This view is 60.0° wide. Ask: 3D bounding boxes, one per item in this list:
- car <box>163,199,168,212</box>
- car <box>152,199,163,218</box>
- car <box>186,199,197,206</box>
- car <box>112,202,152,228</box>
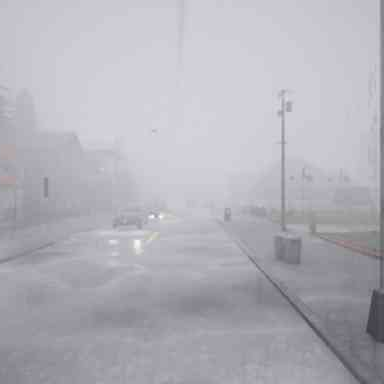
[{"bbox_3d":[-4.127,1.663,42.184,2.128,1.511,4.902,0,0,0],"label":"car"},{"bbox_3d":[-4.141,1.656,32.061,1.812,1.442,4.674,0,0,0],"label":"car"},{"bbox_3d":[-0.083,1.839,58.668,1.895,1.301,4.718,0,0,0],"label":"car"},{"bbox_3d":[-4.132,1.598,22.850,1.837,1.490,4.892,0,0,0],"label":"car"}]
